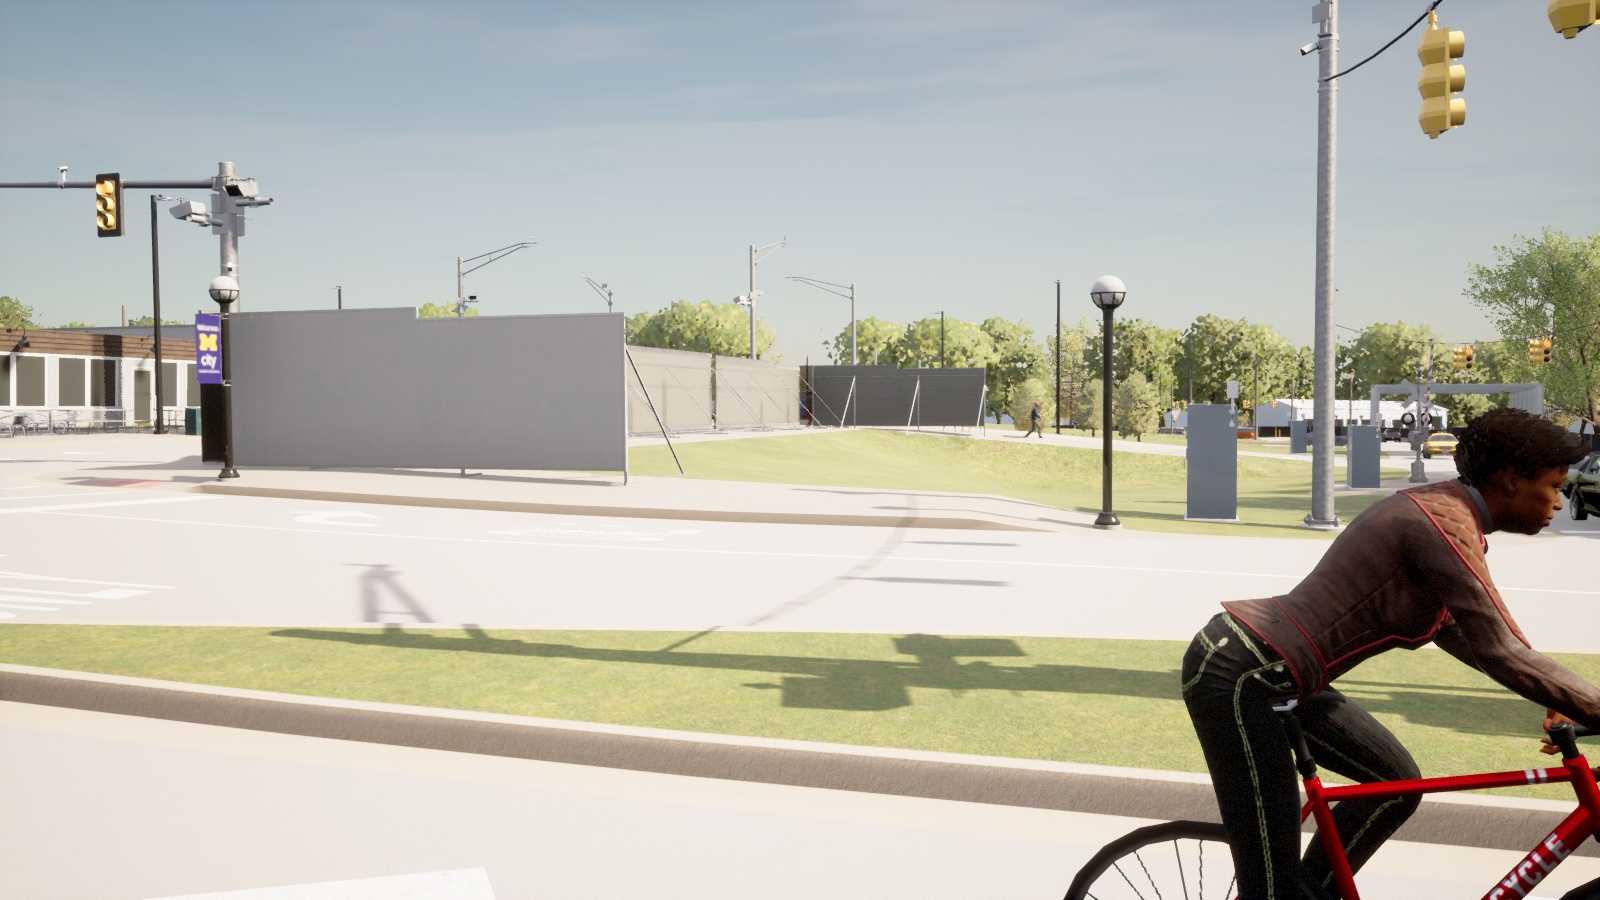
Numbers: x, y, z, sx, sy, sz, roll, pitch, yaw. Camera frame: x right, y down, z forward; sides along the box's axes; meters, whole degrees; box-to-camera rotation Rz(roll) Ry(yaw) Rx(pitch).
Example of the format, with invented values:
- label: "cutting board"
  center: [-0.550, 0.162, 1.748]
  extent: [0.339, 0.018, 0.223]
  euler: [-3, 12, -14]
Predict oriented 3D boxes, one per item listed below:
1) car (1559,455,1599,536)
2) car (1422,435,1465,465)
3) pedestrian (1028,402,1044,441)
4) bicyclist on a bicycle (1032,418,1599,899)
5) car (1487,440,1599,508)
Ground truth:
- label: "car"
  center: [14.329, 0.759, 21.106]
  extent: [1.895, 1.301, 4.718]
  euler: [0, 0, 21]
- label: "car"
  center: [36.656, -0.035, 71.669]
  extent: [1.801, 1.575, 5.366]
  euler: [1, 1, 23]
- label: "pedestrian"
  center: [11.324, -1.378, 60.158]
  extent: [0.726, 1.842, 0.402]
  euler: [1, 3, 12]
- label: "bicyclist on a bicycle"
  center: [1.377, 0.746, 2.727]
  extent: [1.656, 1.620, 0.582]
  euler: [1, 1, 18]
- label: "car"
  center: [18.272, 0.517, 30.775]
  extent: [2.128, 1.511, 4.902]
  euler: [0, 1, 24]
